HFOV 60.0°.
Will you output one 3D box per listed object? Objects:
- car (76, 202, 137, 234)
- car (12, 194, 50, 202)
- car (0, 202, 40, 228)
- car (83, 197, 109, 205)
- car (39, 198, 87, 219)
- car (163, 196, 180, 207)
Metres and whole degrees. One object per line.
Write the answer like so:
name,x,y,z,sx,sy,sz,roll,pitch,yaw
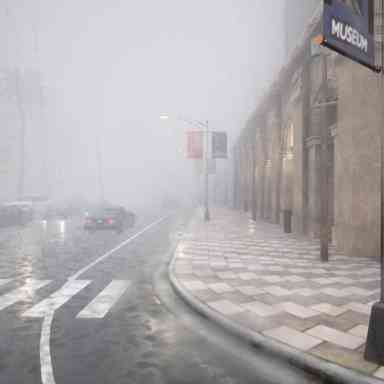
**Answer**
car,-4.578,1.549,19.343,2.033,1.411,5.357,0,0,2
car,-14.804,1.221,30.413,2.150,2.045,5.566,0,0,2
car,-11.661,1.547,20.113,2.033,1.411,5.357,0,0,2
car,-10.918,1.526,39.417,1.812,1.442,4.674,0,0,2
car,-11.331,1.526,29.536,1.812,1.442,4.674,0,0,2
car,-3.174,1.341,53.095,2.097,1.767,4.553,0,0,6
